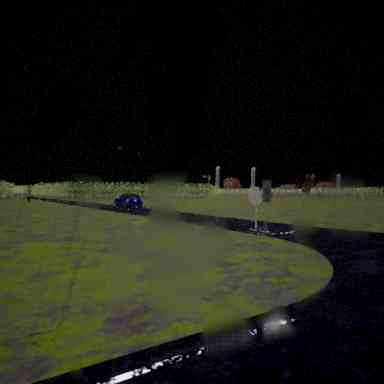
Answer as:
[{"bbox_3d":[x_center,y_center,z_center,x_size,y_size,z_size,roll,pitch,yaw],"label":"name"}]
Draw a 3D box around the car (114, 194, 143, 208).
[{"bbox_3d":[-7.718,0.996,39.929,2.097,1.767,4.553,1,0,-35],"label":"car"}]
